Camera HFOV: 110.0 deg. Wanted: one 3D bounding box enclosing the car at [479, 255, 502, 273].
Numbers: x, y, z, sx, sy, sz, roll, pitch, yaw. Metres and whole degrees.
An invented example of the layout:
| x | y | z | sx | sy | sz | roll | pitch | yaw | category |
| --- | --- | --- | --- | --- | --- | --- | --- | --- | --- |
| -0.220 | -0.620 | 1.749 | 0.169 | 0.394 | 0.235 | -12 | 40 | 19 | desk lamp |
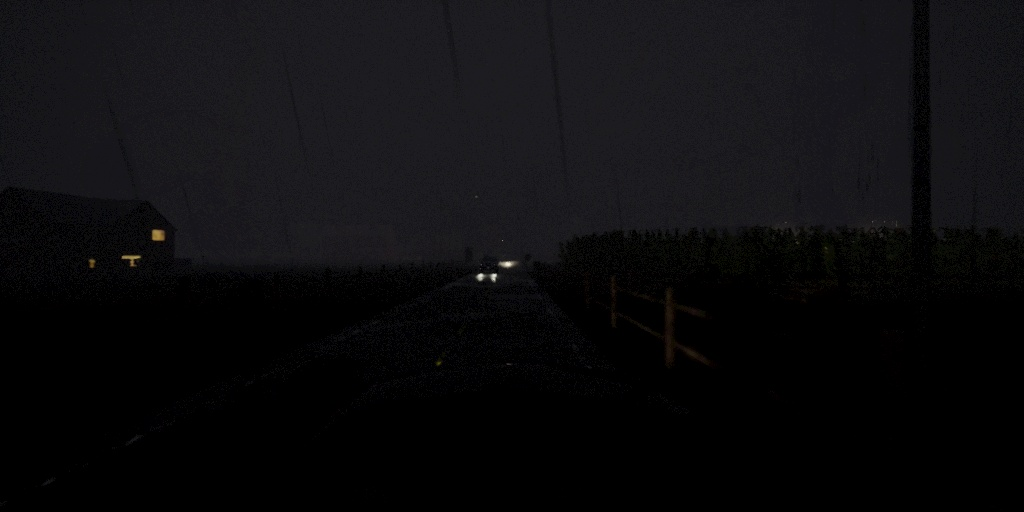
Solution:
| x | y | z | sx | sy | sz | roll | pitch | yaw | category |
| --- | --- | --- | --- | --- | --- | --- | --- | --- | --- |
| -2.755 | 1.005 | 44.079 | 2.150 | 2.045 | 5.566 | 0 | 0 | 0 | car |
